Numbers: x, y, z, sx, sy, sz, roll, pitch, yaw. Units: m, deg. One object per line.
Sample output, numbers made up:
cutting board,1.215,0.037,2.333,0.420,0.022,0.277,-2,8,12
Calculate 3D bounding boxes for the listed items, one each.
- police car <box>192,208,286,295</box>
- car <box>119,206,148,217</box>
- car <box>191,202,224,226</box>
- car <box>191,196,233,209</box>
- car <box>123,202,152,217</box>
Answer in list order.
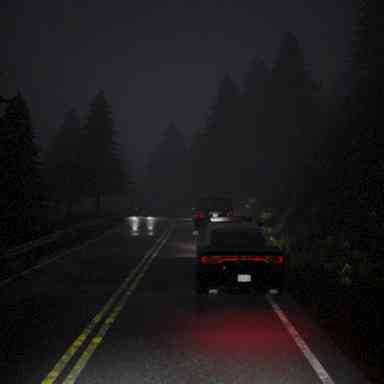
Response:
police car,1.037,1.442,8.926,1.930,1.638,5.238,0,0,1
car,-8.065,2.717,45.552,1.994,1.385,4.181,4,-8,-40
car,1.066,1.579,25.142,1.837,1.490,4.892,1,0,-5
car,1.191,1.263,18.887,2.150,2.045,5.566,0,0,1
car,-5.330,1.717,33.488,1.812,1.442,4.674,2,-3,-21
